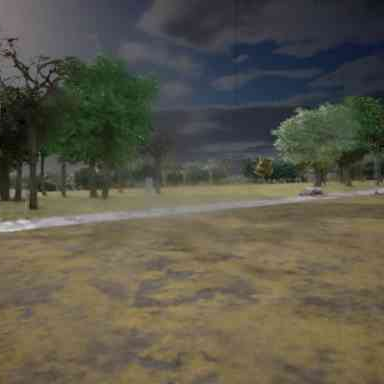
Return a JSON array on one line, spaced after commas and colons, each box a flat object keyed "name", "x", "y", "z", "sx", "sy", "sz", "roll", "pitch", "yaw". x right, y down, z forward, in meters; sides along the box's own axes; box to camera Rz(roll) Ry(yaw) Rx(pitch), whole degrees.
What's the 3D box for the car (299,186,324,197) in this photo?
[{"name": "car", "x": 17.437, "y": -0.075, "z": 48.353, "sx": 4.674, "sy": 1.442, "sz": 1.812, "roll": -3, "pitch": 2, "yaw": -39}]
